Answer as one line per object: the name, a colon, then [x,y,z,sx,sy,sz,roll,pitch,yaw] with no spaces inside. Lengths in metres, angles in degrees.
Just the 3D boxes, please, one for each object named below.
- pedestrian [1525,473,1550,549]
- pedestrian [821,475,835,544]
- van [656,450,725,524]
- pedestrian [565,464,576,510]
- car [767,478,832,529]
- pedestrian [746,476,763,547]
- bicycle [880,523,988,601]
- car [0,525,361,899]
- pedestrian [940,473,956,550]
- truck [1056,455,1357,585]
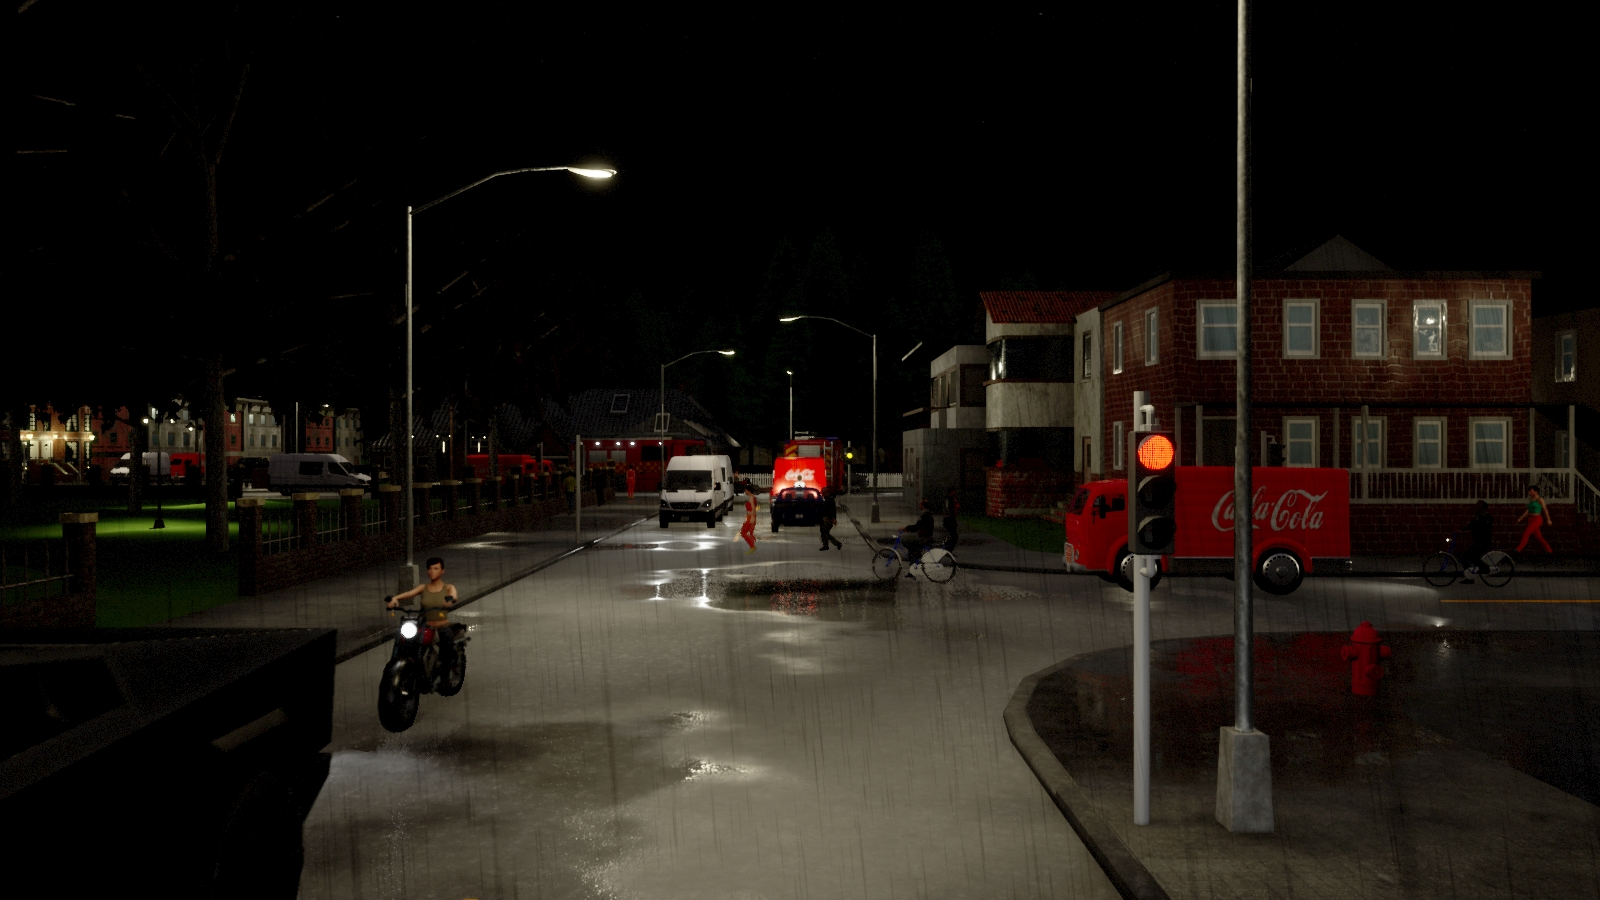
pedestrian: [18.304,1.504,28.367,0.375,1.860,0.375,0,0,2]
pedestrian: [0.775,1.615,31.259,0.375,1.860,0.375,0,0,0]
van: [-4.007,1.296,42.666,1.988,2.561,5.915,0,0,0]
pedestrian: [-9.361,1.506,46.515,0.375,1.860,0.375,0,0,0]
car: [-0.015,1.797,39.830,2.097,1.535,5.006,0,0,0]
pedestrian: [-1.206,1.616,30.087,0.375,1.860,0.375,0,0,11]
bicycle: [2.324,1.932,19.877,1.835,1.271,0.329,0,0,21]
car: [-4.020,1.531,4.203,2.390,2.098,6.274,0,0,0]
pedestrian: [3.623,1.505,27.953,0.375,1.860,0.375,0,0,5]
truck: [8.062,1.338,23.184,5.204,2.467,2.627,0,0,2]
